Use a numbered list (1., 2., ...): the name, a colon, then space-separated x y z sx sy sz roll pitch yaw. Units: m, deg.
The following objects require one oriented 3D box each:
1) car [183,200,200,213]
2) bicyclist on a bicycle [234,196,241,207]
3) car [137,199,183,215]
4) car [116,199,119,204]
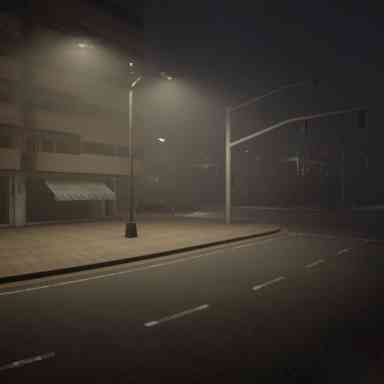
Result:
1. car: -1.138 1.617 37.682 4.181 1.385 1.994 0 0 41
2. bicyclist on a bicycle: 6.415 1.353 46.991 0.582 1.620 1.656 0 0 41
3. car: -3.755 1.545 35.316 4.902 1.511 2.128 0 0 41
4. car: -15.272 1.601 59.228 5.357 1.411 2.033 0 0 41
